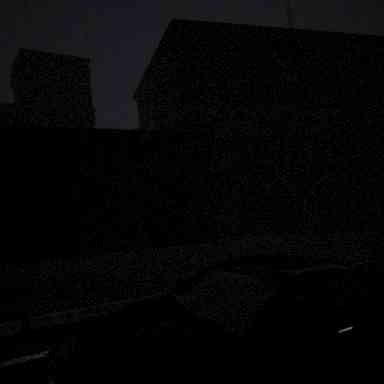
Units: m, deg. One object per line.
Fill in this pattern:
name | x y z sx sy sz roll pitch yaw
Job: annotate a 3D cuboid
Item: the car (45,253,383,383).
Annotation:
car | 0.831 1.525 3.878 4.674 1.442 1.812 0 0 -31
